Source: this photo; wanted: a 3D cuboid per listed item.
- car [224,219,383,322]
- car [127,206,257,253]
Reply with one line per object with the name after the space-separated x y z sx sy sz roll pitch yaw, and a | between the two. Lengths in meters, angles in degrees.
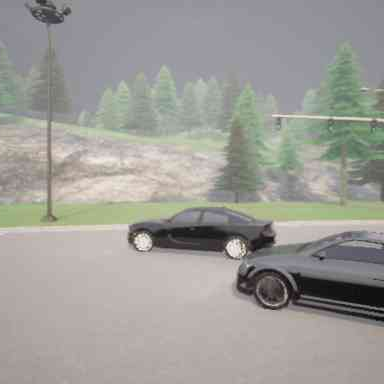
2.963 1.434 6.152 4.181 1.385 1.994 1 1 29 | car
0.246 1.218 11.094 5.008 1.535 1.882 1 1 19 | car
